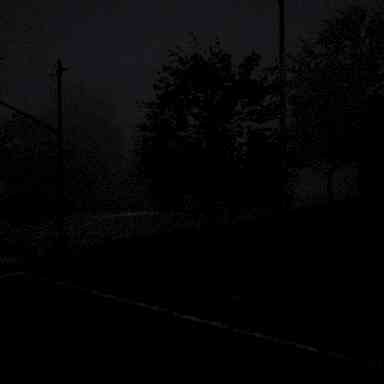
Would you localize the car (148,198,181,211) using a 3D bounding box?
[{"bbox_3d":[-3.456,1.503,40.540,2.128,1.511,4.902,-1,1,38],"label":"car"}]
